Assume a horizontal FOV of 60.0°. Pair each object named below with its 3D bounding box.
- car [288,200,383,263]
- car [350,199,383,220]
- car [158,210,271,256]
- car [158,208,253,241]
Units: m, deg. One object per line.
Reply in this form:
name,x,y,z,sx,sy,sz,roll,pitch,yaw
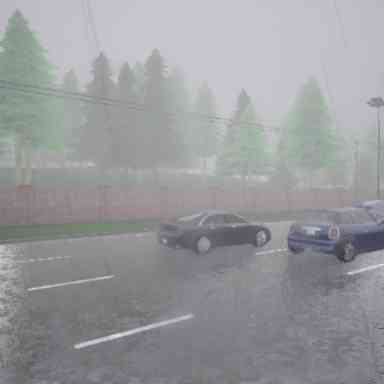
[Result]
car,5.617,1.324,12.094,4.553,1.767,2.097,0,0,-35
car,15.441,1.407,27.682,5.008,1.535,1.882,0,0,-35
car,1.033,1.485,13.150,4.892,1.490,1.837,0,0,-35
car,0.785,1.575,17.251,4.718,1.301,1.895,0,0,-35
